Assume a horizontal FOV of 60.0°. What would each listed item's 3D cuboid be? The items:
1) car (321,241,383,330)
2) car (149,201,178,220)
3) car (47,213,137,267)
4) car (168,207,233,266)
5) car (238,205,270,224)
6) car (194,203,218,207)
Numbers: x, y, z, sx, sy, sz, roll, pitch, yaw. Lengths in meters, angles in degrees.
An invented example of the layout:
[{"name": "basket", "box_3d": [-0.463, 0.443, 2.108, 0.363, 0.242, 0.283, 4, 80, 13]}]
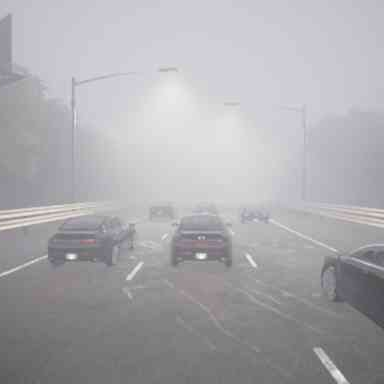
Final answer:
[{"name": "car", "box_3d": [3.663, 1.492, 5.280, 2.128, 1.511, 4.902, 0, 0, 1]}, {"name": "car", "box_3d": [-2.304, 1.456, 28.127, 1.882, 1.535, 5.008, 0, 0, 4]}, {"name": "car", "box_3d": [-3.174, 1.492, 11.393, 1.837, 1.490, 4.892, 0, 0, 2]}, {"name": "car", "box_3d": [0.331, 1.496, 11.476, 1.837, 1.490, 4.892, 0, 0, 2]}, {"name": "car", "box_3d": [4.475, 1.588, 24.764, 1.895, 1.301, 4.718, 0, 0, 4]}, {"name": "car", "box_3d": [1.132, 1.547, 27.092, 1.994, 1.385, 4.181, 0, 0, 4]}]
